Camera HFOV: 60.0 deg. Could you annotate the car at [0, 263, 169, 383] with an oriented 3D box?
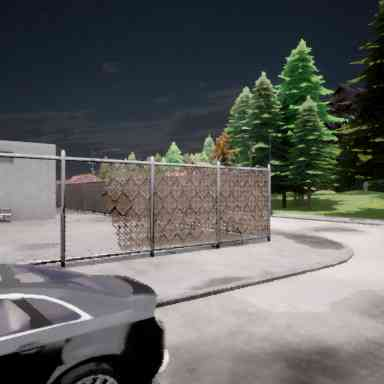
[{"bbox_3d":[-2.543,1.491,2.793,4.902,1.511,2.128,0,0,-36],"label":"car"}]
